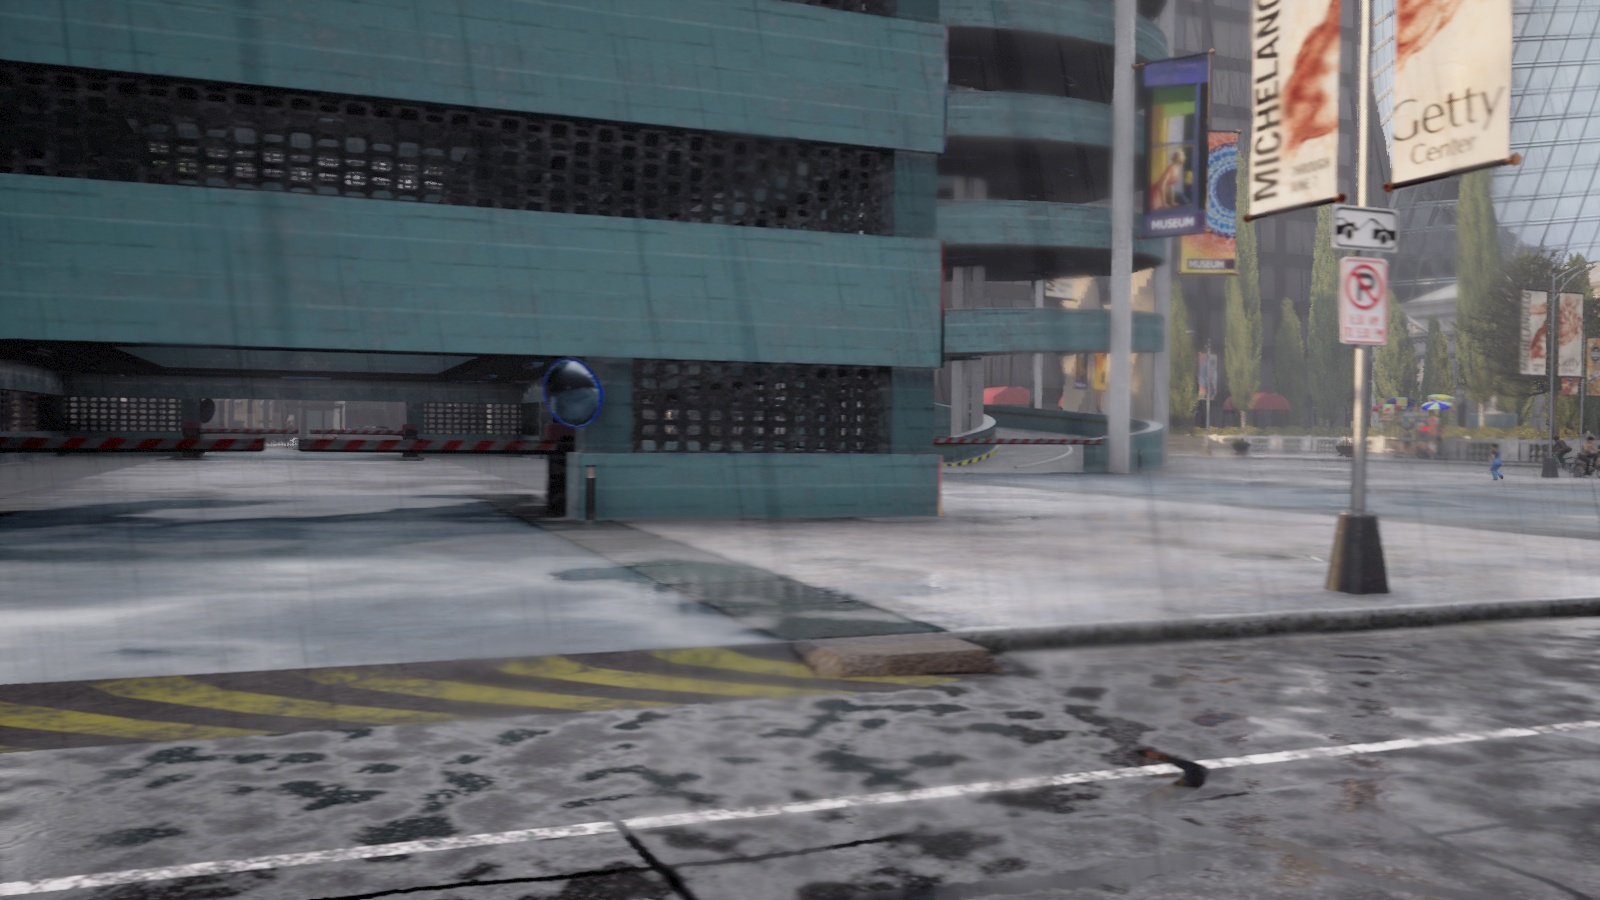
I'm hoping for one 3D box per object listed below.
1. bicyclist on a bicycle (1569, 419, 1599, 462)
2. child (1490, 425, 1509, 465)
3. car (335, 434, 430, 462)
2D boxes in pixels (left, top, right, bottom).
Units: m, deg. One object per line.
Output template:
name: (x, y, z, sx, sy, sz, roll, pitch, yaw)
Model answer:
bicyclist on a bicycle: (30.103, -0.361, 47.526, 0.866, 1.612, 1.509, -1, 1, -21)
child: (22.360, -0.157, 40.139, 0.270, 1.263, 0.437, -1, 1, -23)
car: (-23.288, -0.135, 70.092, 4.902, 1.511, 2.128, -1, 1, -21)
